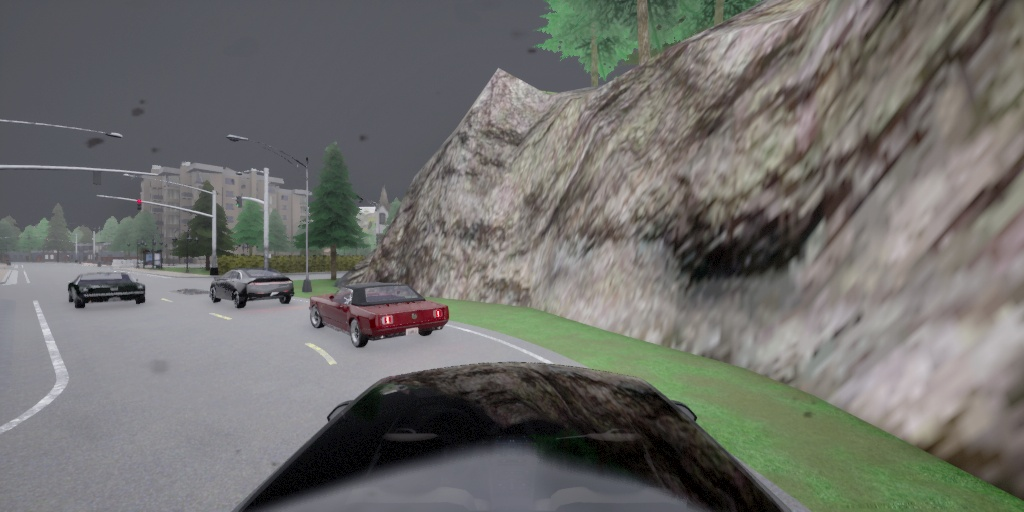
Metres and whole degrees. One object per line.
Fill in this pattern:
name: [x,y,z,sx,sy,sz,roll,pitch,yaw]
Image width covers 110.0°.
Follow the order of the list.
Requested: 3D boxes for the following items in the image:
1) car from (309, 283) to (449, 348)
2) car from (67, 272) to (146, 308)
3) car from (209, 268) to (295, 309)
car: [-3.713,1.351,9.393,1.895,1.301,4.718,0,0,-44]
car: [-17.226,1.363,15.216,4.718,1.301,1.895,0,0,36]
car: [-11.016,1.242,15.103,4.902,1.511,2.128,0,0,36]
